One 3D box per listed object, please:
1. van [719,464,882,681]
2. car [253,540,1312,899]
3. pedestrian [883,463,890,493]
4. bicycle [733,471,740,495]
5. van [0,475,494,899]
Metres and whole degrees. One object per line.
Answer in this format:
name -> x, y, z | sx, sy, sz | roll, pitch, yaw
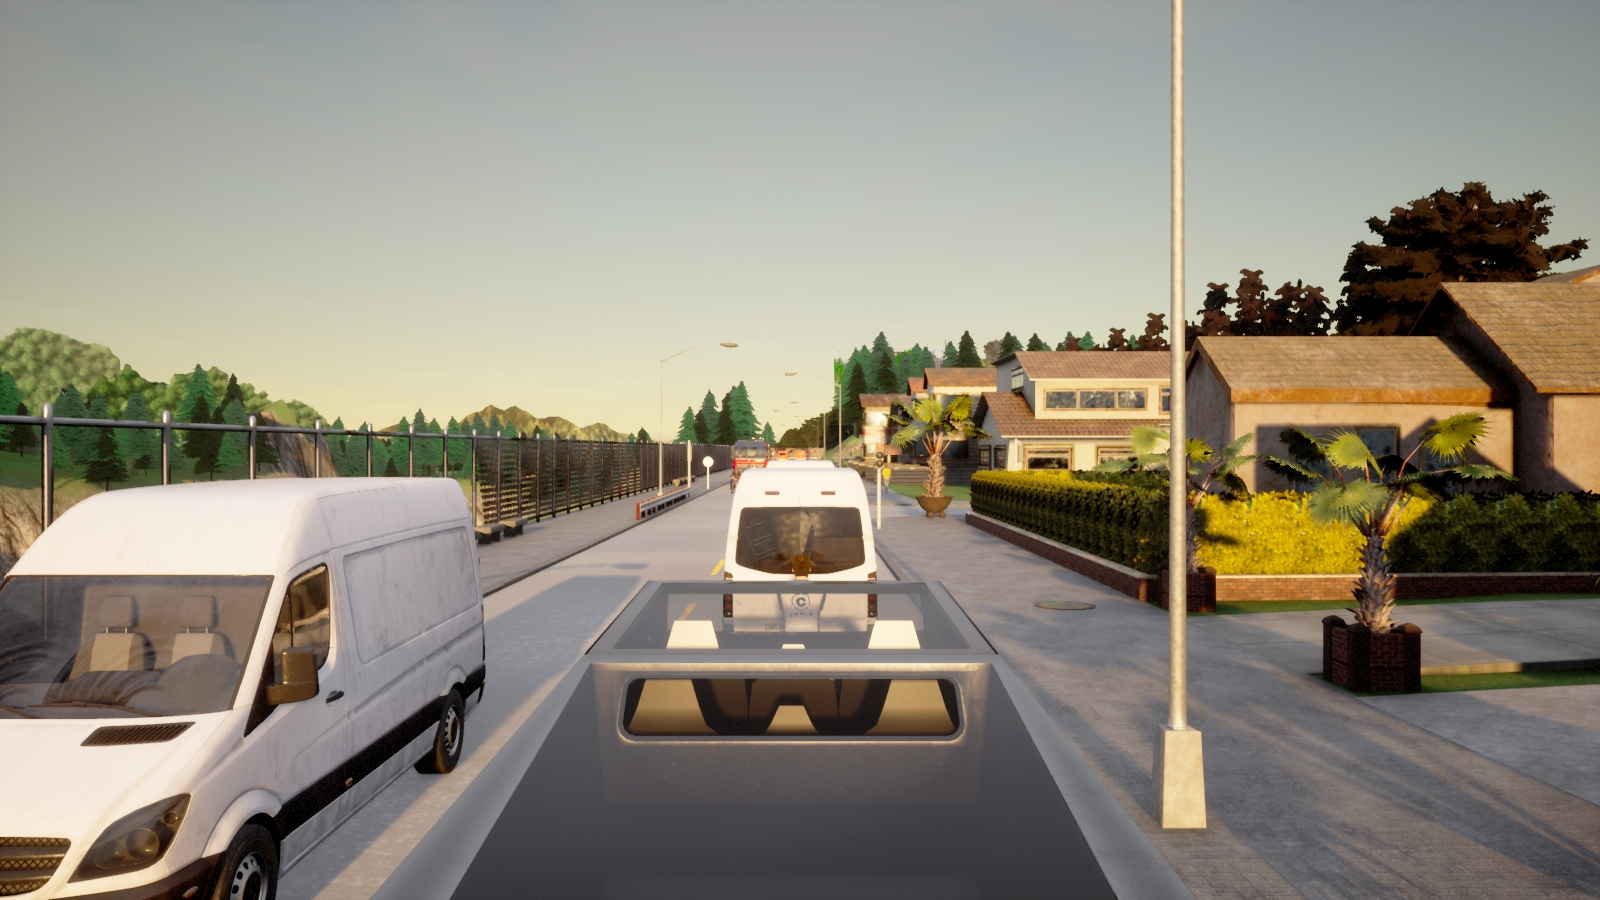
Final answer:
van -> 0.009, 1.528, 16.844 | 1.988, 2.561, 5.915 | 0, 0, 0
car -> -0.034, 1.751, 5.716 | 2.390, 2.098, 6.274 | 0, 0, 0
pedestrian -> 5.308, 1.710, 70.009 | 0.375, 1.860, 0.375 | 0, 0, -2
bicycle -> -3.968, 2.032, 71.211 | 0.329, 1.471, 1.835 | 0, 0, 0
van -> -3.993, 1.531, 8.228 | 1.988, 2.561, 5.915 | 0, 0, 0
